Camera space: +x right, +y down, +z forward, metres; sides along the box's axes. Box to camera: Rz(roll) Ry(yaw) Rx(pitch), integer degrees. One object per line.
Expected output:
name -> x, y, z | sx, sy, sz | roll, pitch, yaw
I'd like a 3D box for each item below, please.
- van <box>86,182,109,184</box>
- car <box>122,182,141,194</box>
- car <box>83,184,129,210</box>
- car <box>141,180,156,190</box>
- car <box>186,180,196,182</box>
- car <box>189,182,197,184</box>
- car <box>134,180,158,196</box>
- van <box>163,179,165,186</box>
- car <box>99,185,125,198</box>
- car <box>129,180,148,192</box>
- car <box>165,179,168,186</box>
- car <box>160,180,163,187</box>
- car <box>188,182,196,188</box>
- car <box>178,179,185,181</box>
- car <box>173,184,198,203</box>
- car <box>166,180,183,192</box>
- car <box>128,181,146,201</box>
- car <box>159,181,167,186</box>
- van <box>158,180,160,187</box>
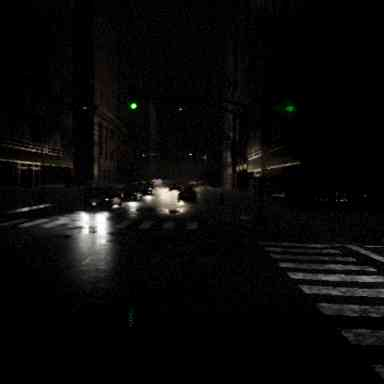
van -> -8.948, -0.087, 31.451 | 1.690, 1.788, 3.998 | 1, 2, 1
car -> -8.745, -0.672, 48.387 | 1.967, 1.590, 4.097 | 1, 2, 1
car -> -6.276, 0.401, 23.929 | 2.128, 1.511, 4.902 | 1, 2, 1
car -> -8.538, -1.493, 65.312 | 2.192, 1.841, 5.009 | 1, 2, 1
car -> -0.087, -0.912, 59.583 | 1.887, 1.381, 4.507 | 1, 2, 1
car -> -0.224, -0.411, 48.297 | 1.802, 1.307, 4.206 | 1, 2, 1
car -> -6.021, -0.507, 43.091 | 2.097, 1.767, 4.553 | 1, 2, 1
van -> -8.334, -2.172, 82.243 | 1.690, 1.788, 3.998 | 1, 2, 1
car -> -8.884, -0.073, 37.105 | 1.802, 1.307, 4.206 | 1, 2, 1
car -> -8.674, -1.028, 54.026 | 2.192, 1.841, 5.009 | 1, 2, 1
car -> -8.271, -2.182, 87.896 | 1.947, 1.339, 4.313 | 1, 2, 1
car -> -8.406, -1.733, 76.608 | 1.887, 1.381, 4.507 | 1, 2, 1
car -> 0.117, -1.577, 76.516 | 1.802, 1.307, 4.206 | 1, 2, 1
car -> -2.703, -1.167, 63.926 | 1.837, 1.490, 4.892 | 1, 2, 1
car -> -0.428, 0.257, 31.363 | 1.947, 1.339, 4.313 | 1, 2, 1
car -> -2.727, -0.752, 53.863 | 1.837, 1.490, 4.892 | 1, 2, 1
car -> -6.161, 0.011, 33.360 | 1.882, 1.535, 5.008 | 1, 2, 1
car -> -8.202, -2.437, 93.539 | 1.887, 1.381, 4.507 | 1, 2, 1
van -> -8.470, -1.702, 70.957 | 1.690, 1.788, 3.998 | 1, 2, 1
